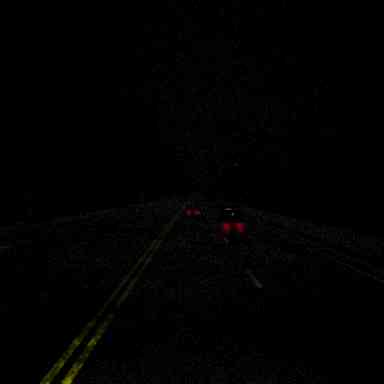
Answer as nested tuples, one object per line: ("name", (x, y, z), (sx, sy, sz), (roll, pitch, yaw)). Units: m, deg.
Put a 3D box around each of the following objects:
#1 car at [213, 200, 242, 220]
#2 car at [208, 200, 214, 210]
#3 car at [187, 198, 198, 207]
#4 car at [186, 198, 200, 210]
("car", (3.372, 1.672, 30.041), (2.128, 1.511, 4.902), (0, 0, 0))
("car", (3.320, 1.886, 49.340), (2.033, 1.411, 5.357), (0, -1, 0))
("car", (0.082, 1.970, 62.105), (1.837, 1.490, 4.892), (0, -1, 0))
("car", (0.164, 1.819, 48.184), (2.128, 1.511, 4.902), (0, 0, 0))
